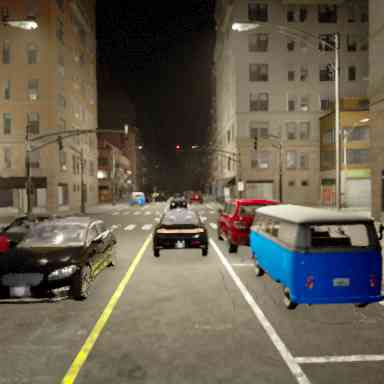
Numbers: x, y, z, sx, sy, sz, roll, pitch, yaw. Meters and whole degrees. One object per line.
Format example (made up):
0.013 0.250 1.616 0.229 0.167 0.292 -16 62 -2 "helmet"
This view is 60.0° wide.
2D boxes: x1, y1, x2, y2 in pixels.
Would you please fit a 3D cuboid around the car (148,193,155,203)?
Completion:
-7.746 1.151 55.247 1.947 1.339 4.313 -1 1 -2 "car"

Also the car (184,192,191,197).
-1.343 0.665 93.575 1.752 1.417 4.829 -1 1 -2 "car"

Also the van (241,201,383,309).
2.392 1.241 7.355 1.690 1.788 3.998 -1 1 -2 "van"

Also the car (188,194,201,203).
0.350 1.027 55.601 2.008 1.369 4.403 -1 1 -2 "car"

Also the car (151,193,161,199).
-8.918 0.896 82.252 2.008 1.369 4.403 -1 1 -2 "car"

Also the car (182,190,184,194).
-0.375 0.648 71.801 2.192 1.841 5.009 -1 1 -2 "car"

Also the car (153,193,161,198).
-9.152 0.863 87.653 1.947 1.339 4.313 -1 1 -2 "car"

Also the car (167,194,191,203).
-1.466 1.272 37.362 1.895 1.301 4.718 -1 1 -2 "car"

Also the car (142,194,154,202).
-7.980 1.082 60.648 1.887 1.381 4.507 -1 1 -2 "car"

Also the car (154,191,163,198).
-9.390 0.565 93.051 2.192 1.841 5.009 -1 1 -2 "car"

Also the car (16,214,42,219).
-5.863 1.526 12.514 1.947 1.339 4.313 -1 1 -2 "car"

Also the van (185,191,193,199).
-0.616 0.626 77.202 1.690 1.788 3.998 -1 1 -2 "van"

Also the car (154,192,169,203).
-5.155 1.112 55.582 1.994 1.385 4.181 -1 1 -2 "car"

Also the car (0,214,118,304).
-3.108 1.456 8.273 2.128 1.511 4.902 -1 0 -2 "car"

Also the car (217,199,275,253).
2.151 1.167 12.861 2.192 1.841 5.009 -1 1 -2 "car"

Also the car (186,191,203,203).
0.588 0.838 50.198 2.192 1.841 5.009 -1 1 -2 "car"

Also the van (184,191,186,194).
-0.134 0.722 66.400 1.690 1.788 3.998 -1 1 -2 "van"

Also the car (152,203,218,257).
-0.419 1.381 12.494 2.128 1.511 4.902 -1 1 -2 "car"

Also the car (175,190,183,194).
-3.083 0.900 72.360 2.033 1.411 5.357 -1 1 -2 "car"

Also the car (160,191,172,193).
-5.779 0.997 71.086 1.895 1.301 4.718 -1 1 -2 "car"

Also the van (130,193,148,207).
-7.280 1.022 44.443 1.690 1.788 3.998 -1 1 -2 "van"
